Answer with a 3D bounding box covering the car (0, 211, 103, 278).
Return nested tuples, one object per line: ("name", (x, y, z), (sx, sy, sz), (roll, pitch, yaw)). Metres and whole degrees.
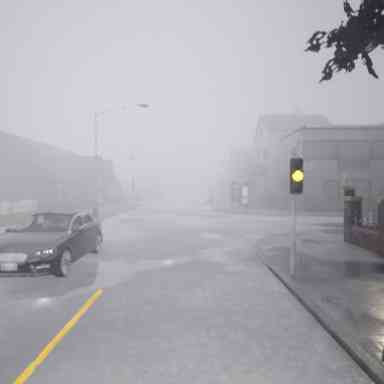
("car", (-4.001, 1.335, 9.721), (2.128, 1.511, 4.902), (0, 1, 0))
